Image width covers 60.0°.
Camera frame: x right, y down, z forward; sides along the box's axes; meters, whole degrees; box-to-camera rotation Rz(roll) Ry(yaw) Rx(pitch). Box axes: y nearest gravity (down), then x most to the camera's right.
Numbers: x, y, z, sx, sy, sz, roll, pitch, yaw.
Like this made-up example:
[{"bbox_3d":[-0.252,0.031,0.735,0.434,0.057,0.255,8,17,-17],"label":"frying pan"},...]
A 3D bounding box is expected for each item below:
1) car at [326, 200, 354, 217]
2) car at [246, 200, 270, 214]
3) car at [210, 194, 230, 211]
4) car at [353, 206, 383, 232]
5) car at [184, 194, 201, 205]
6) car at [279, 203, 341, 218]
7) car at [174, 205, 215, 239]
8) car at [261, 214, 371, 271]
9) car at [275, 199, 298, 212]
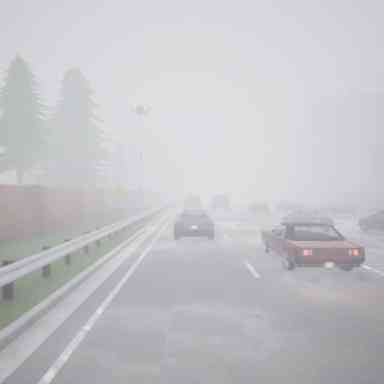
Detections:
[{"bbox_3d":[14.068,1.547,32.376,2.128,1.511,4.902,0,0,0],"label":"car"},{"bbox_3d":[7.056,1.552,35.928,2.128,1.511,4.902,0,0,0],"label":"car"},{"bbox_3d":[3.603,1.291,42.631,2.150,2.045,5.566,0,0,0],"label":"car"},{"bbox_3d":[10.603,1.554,17.379,1.812,1.442,4.674,0,0,0],"label":"car"},{"bbox_3d":[0.105,1.300,46.649,2.150,2.045,5.566,0,0,0],"label":"car"},{"bbox_3d":[7.101,1.599,20.525,1.994,1.385,4.181,0,0,0],"label":"car"},{"bbox_3d":[0.102,1.593,17.413,1.994,1.385,4.181,0,0,0],"label":"car"},{"bbox_3d":[3.599,1.619,10.916,1.895,1.301,4.718,0,0,0],"label":"car"},{"bbox_3d":[10.578,1.539,36.834,1.882,1.535,5.008,0,0,0],"label":"car"}]
